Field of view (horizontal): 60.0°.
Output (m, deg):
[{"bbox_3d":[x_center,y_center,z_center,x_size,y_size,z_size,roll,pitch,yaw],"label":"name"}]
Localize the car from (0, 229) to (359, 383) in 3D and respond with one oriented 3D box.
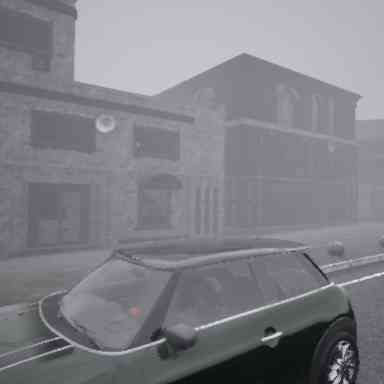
[{"bbox_3d":[-0.297,1.354,3.473,4.553,1.767,2.097,0,0,-35],"label":"car"}]
